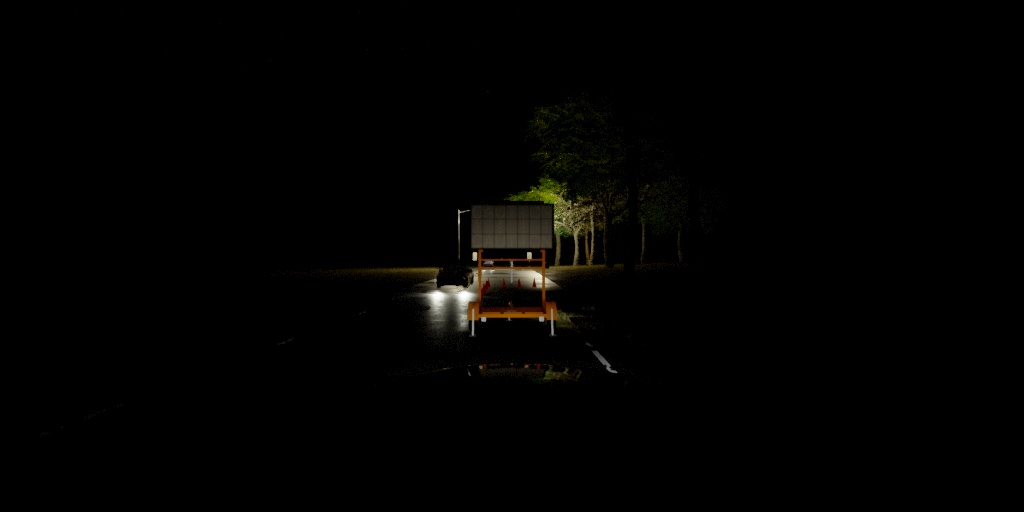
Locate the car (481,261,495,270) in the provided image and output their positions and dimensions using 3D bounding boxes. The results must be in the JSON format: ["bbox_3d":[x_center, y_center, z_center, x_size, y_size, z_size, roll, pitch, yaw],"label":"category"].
[{"bbox_3d":[-3.701,1.439,55.812,2.033,1.411,5.357,0,0,0],"label":"car"}]

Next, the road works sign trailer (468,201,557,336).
[{"bbox_3d":[-0.008,0.222,10.379,2.380,3.560,2.880,0,0,-1],"label":"road works sign trailer"}]

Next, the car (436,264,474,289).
[{"bbox_3d":[-3.653,1.254,23.501,1.882,1.535,5.008,0,0,0],"label":"car"}]
